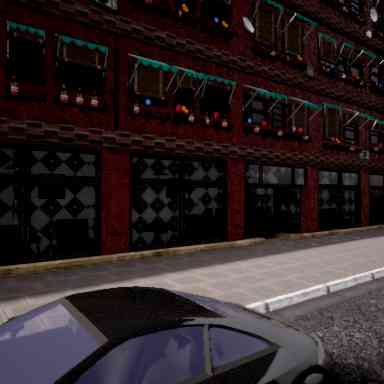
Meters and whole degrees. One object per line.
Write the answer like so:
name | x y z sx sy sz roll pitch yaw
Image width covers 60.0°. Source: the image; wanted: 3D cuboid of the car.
car | -0.755 1.564 2.534 4.181 1.385 1.994 0 0 -36
